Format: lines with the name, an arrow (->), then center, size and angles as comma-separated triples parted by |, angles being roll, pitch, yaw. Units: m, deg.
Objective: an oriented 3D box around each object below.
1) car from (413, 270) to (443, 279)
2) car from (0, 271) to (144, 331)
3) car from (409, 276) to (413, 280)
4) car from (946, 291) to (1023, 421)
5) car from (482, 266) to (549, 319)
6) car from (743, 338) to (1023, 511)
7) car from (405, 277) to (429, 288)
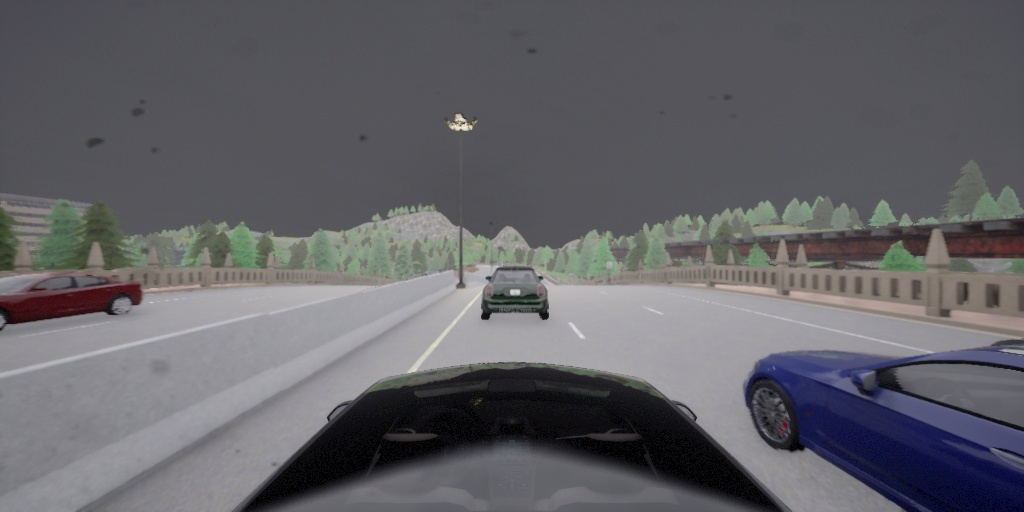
car -> -7.101, 1.972, 32.997 | 2.033, 1.411, 5.357 | 0, -4, 0
car -> -14.101, 1.251, 10.662 | 1.882, 1.535, 5.008 | 0, 0, 0
car -> -10.595, 2.687, 41.759 | 1.837, 1.490, 4.892 | 0, -6, 0
car -> 7.100, 1.259, 2.656 | 1.837, 1.490, 4.892 | 0, 0, 0
car -> 0.096, 1.131, 13.036 | 2.097, 1.767, 4.553 | 0, 0, 0
car -> 3.601, 1.277, 2.209 | 1.812, 1.442, 4.674 | 0, 0, 0
car -> -14.061, 3.959, 53.223 | 2.033, 1.411, 5.357 | 0, -6, 1
